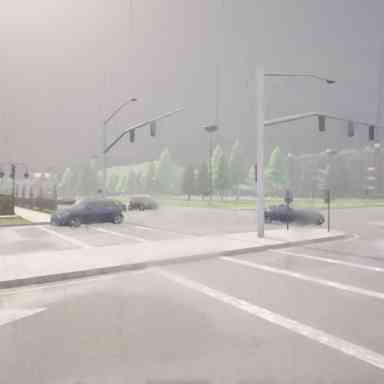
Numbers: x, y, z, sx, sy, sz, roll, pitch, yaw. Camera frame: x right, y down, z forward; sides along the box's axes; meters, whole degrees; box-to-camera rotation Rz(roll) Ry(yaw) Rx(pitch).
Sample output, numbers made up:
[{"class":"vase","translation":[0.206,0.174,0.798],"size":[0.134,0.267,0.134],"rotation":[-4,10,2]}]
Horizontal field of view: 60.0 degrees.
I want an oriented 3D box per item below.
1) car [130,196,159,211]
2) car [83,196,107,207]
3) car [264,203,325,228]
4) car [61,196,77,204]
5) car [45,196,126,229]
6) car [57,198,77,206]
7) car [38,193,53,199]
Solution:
[{"class":"car","translation":[-5.791,1.351,40.007],"size":[2.097,1.767,4.553],"rotation":[0,0,-36]},{"class":"car","translation":[-15.662,1.491,53.606],"size":[2.128,1.511,4.902],"rotation":[0,0,-36]},{"class":"car","translation":[6.729,1.525,22.781],"size":[1.812,1.442,4.674],"rotation":[0,0,-36]},{"class":"car","translation":[-24.408,1.549,65.788],"size":[1.994,1.385,4.181],"rotation":[0,0,-36]},{"class":"car","translation":[-6.819,1.352,21.879],"size":[2.097,1.767,4.553],"rotation":[0,0,44]},{"class":"car","translation":[-20.446,1.600,54.239],"size":[1.895,1.301,4.718],"rotation":[0,0,-36]},{"class":"car","translation":[-29.403,1.206,66.707],"size":[2.150,2.045,5.566],"rotation":[0,0,-36]}]
